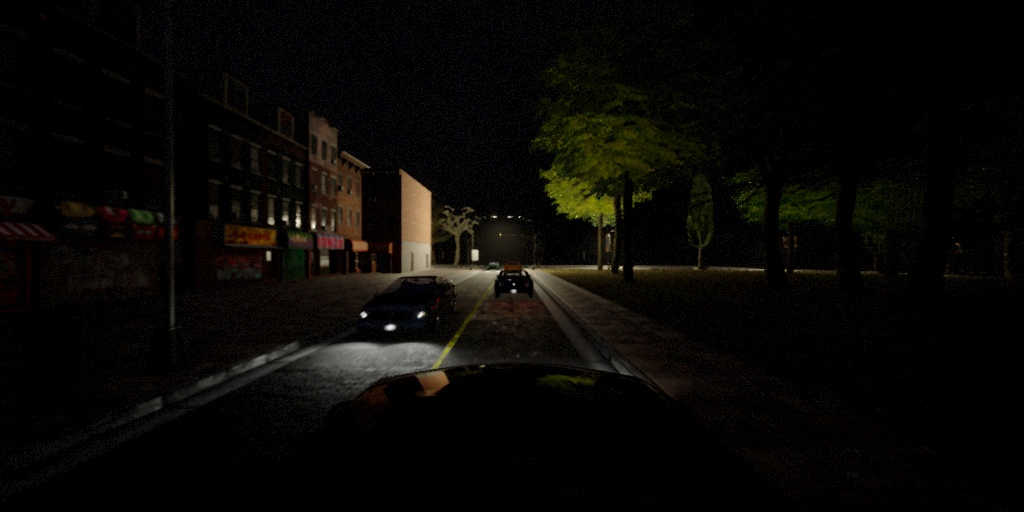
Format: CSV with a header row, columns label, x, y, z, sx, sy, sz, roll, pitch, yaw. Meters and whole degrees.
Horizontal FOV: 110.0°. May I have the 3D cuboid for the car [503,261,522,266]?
label,x,y,z,sx,sy,sz,roll,pitch,yaw
car,0.090,1.328,39.042,1.882,1.535,5.008,0,0,0

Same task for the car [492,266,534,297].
label,x,y,z,sx,sy,sz,roll,pitch,yaw
car,0.095,1.364,18.939,1.895,1.301,4.718,0,0,0

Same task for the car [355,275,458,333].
label,x,y,z,sx,sy,sz,roll,pitch,yaw
car,-2.853,1.299,11.076,2.033,1.411,5.357,0,0,0

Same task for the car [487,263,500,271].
label,x,y,z,sx,sy,sz,roll,pitch,yaw
car,-2.764,1.638,54.486,1.895,1.301,4.718,0,-1,0
